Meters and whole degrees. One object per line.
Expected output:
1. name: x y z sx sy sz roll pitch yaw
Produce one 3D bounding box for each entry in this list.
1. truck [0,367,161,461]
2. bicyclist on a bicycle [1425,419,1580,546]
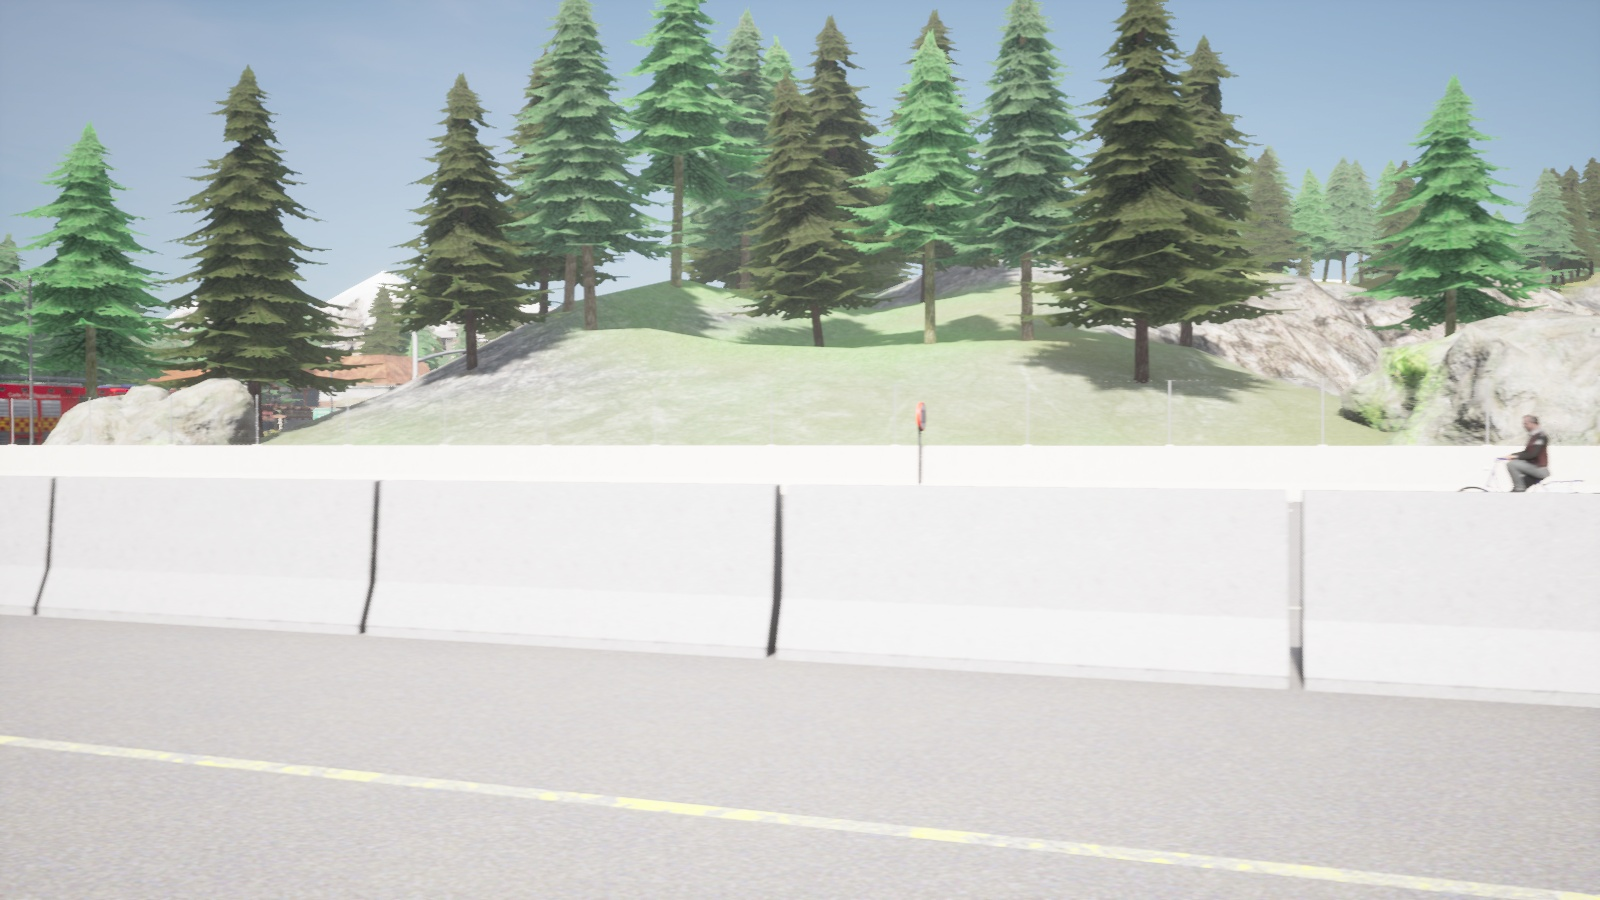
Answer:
1. truck: -32.564 -1.538 55.029 2.891 3.827 8.468 1 1 19
2. bicyclist on a bicycle: 10.160 0.443 18.235 1.843 1.776 0.659 1 1 19
